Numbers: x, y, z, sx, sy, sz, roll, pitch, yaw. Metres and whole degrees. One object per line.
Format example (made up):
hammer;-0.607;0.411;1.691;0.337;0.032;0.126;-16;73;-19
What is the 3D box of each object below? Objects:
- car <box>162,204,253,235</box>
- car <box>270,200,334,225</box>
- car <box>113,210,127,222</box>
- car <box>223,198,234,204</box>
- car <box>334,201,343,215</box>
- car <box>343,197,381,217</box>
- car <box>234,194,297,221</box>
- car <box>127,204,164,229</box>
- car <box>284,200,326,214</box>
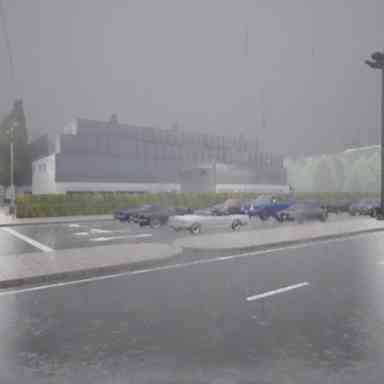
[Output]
car;0.936;1.571;18.904;4.718;1.301;1.895;0;0;-36
car;7.954;1.513;23.951;4.181;1.385;1.994;0;0;-36
car;-3.318;1.571;24.454;4.718;1.301;1.895;0;0;-36
car;3.878;1.300;29.642;4.553;1.767;2.097;0;0;-36
car;14.564;1.523;33.111;4.718;1.301;1.895;0;0;-36
car;16.045;1.276;29.858;4.553;1.767;2.097;0;0;-36
car;6.409;1.168;27.157;5.566;2.045;2.150;0;0;-36
car;-1.432;1.572;21.510;4.718;1.301;1.895;0;0;-36
car;12.188;1.523;35.710;4.718;1.301;1.895;0;0;-36
